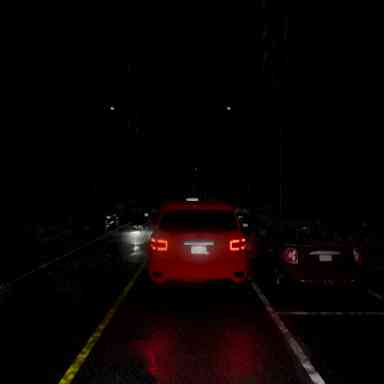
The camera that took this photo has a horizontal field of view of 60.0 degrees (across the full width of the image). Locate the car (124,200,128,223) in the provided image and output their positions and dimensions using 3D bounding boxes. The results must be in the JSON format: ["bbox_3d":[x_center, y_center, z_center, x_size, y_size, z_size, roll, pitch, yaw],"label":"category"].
[{"bbox_3d":[-5.659,1.571,25.557,1.802,1.307,4.206,0,0,0],"label":"car"}]

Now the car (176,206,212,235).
[{"bbox_3d":[0.109,1.592,19.903,1.895,1.301,4.718,0,0,0],"label":"car"}]

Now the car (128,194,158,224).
[{"bbox_3d":[-3.049,1.213,25.210,2.150,2.045,5.566,0,0,0],"label":"car"}]

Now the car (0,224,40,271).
[{"bbox_3d":[-5.667,1.577,9.053,1.802,1.307,4.206,0,0,0],"label":"car"}]

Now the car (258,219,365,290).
[{"bbox_3d":[2.858,1.435,9.048,1.967,1.590,4.097,0,0,0],"label":"car"}]

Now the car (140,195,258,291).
[{"bbox_3d":[0.108,1.217,9.132,2.150,2.045,5.566,0,0,-1],"label":"car"}]

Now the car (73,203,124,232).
[{"bbox_3d":[-5.661,1.557,20.055,1.947,1.339,4.313,0,0,0],"label":"car"}]

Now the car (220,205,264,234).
[{"bbox_3d":[2.864,1.542,20.051,2.008,1.369,4.403,0,0,0],"label":"car"}]

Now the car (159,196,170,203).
[{"bbox_3d":[-5.602,1.591,68.161,1.802,1.307,4.206,0,0,0],"label":"car"}]

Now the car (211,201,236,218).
[{"bbox_3d":[2.870,1.553,31.053,1.947,1.339,4.313,0,0,0],"label":"car"}]

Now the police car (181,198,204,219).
[{"bbox_3d":[0.015,1.413,30.166,1.930,1.638,5.238,0,0,0],"label":"police car"}]

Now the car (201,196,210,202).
[{"bbox_3d":[2.936,1.542,73.723,1.752,1.417,4.829,0,0,0],"label":"car"}]

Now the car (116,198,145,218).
[{"bbox_3d":[-5.656,1.428,31.058,1.967,1.590,4.097,0,0,0],"label":"car"}]
